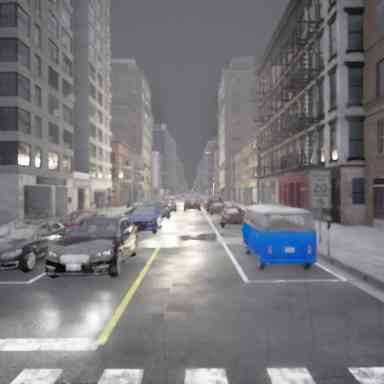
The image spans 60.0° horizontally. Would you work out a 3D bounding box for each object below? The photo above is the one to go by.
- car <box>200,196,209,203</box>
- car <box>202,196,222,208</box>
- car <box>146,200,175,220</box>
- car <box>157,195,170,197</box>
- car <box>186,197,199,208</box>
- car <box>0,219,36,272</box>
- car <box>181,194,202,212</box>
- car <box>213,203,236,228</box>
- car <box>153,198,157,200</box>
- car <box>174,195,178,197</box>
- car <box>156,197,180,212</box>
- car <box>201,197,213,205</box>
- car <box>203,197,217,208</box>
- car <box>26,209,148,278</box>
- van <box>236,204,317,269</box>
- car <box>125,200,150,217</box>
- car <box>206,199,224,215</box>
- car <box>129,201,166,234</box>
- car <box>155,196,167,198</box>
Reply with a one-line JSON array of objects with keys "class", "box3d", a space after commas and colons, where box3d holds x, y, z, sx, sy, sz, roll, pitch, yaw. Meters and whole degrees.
[{"class": "car", "box3d": [2.687, 1.674, 73.318, 1.947, 1.339, 4.313, 0, 0, 0]}, {"class": "car", "box3d": [2.660, 1.370, 39.231, 2.192, 1.841, 5.009, 0, 0, 0]}, {"class": "car", "box3d": [-2.831, 1.638, 29.036, 1.994, 1.385, 4.181, 0, 0, 0]}, {"class": "car", "box3d": [-5.352, 1.450, 56.276, 2.192, 1.841, 5.009, 0, 0, 0]}, {"class": "car", "box3d": [0.032, 1.568, 51.012, 1.882, 1.535, 5.008, 0, 0, 0]}, {"class": "car", "box3d": [-5.386, 1.603, 10.821, 2.008, 1.369, 4.403, 0, 0, 0]}, {"class": "car", "box3d": [0.023, 1.427, 40.926, 2.097, 1.767, 4.553, 0, 0, 0]}, {"class": "car", "box3d": [2.648, 1.606, 22.186, 1.802, 1.307, 4.206, 0, 0, 0]}, {"class": "car", "box3d": [-5.364, 1.674, 39.231, 1.947, 1.339, 4.313, 0, 0, 0]}, {"class": "car", "box3d": [-5.329, 1.760, 84.685, 1.802, 1.307, 4.206, 0, 0, 0]}, {"class": "car", "box3d": [-2.782, 1.655, 39.058, 1.994, 1.385, 4.181, 0, 0, 1]}, {"class": "car", "box3d": [2.678, 1.641, 61.955, 2.008, 1.369, 4.403, 0, 0, 0]}, {"class": "car", "box3d": [2.669, 1.513, 50.593, 1.967, 1.590, 4.097, 0, 0, 0]}, {"class": "car", "box3d": [-2.836, 1.526, 10.367, 2.128, 1.511, 4.902, 0, 0, 0]}, {"class": "van", "box3d": [2.637, 1.340, 10.824, 1.690, 1.788, 3.998, 0, 0, 0]}, {"class": "car", "box3d": [-5.369, 1.624, 33.379, 1.752, 1.417, 4.829, 0, 0, 0]}, {"class": "car", "box3d": [2.657, 1.628, 33.549, 1.802, 1.307, 4.206, 0, 0, 0]}, {"class": "car", "box3d": [-2.842, 1.533, 19.810, 1.882, 1.535, 5.008, 0, 0, 0]}, {"class": "car", "box3d": [-5.355, 1.692, 50.594, 1.947, 1.339, 4.313, 0, 0, 0]}]
